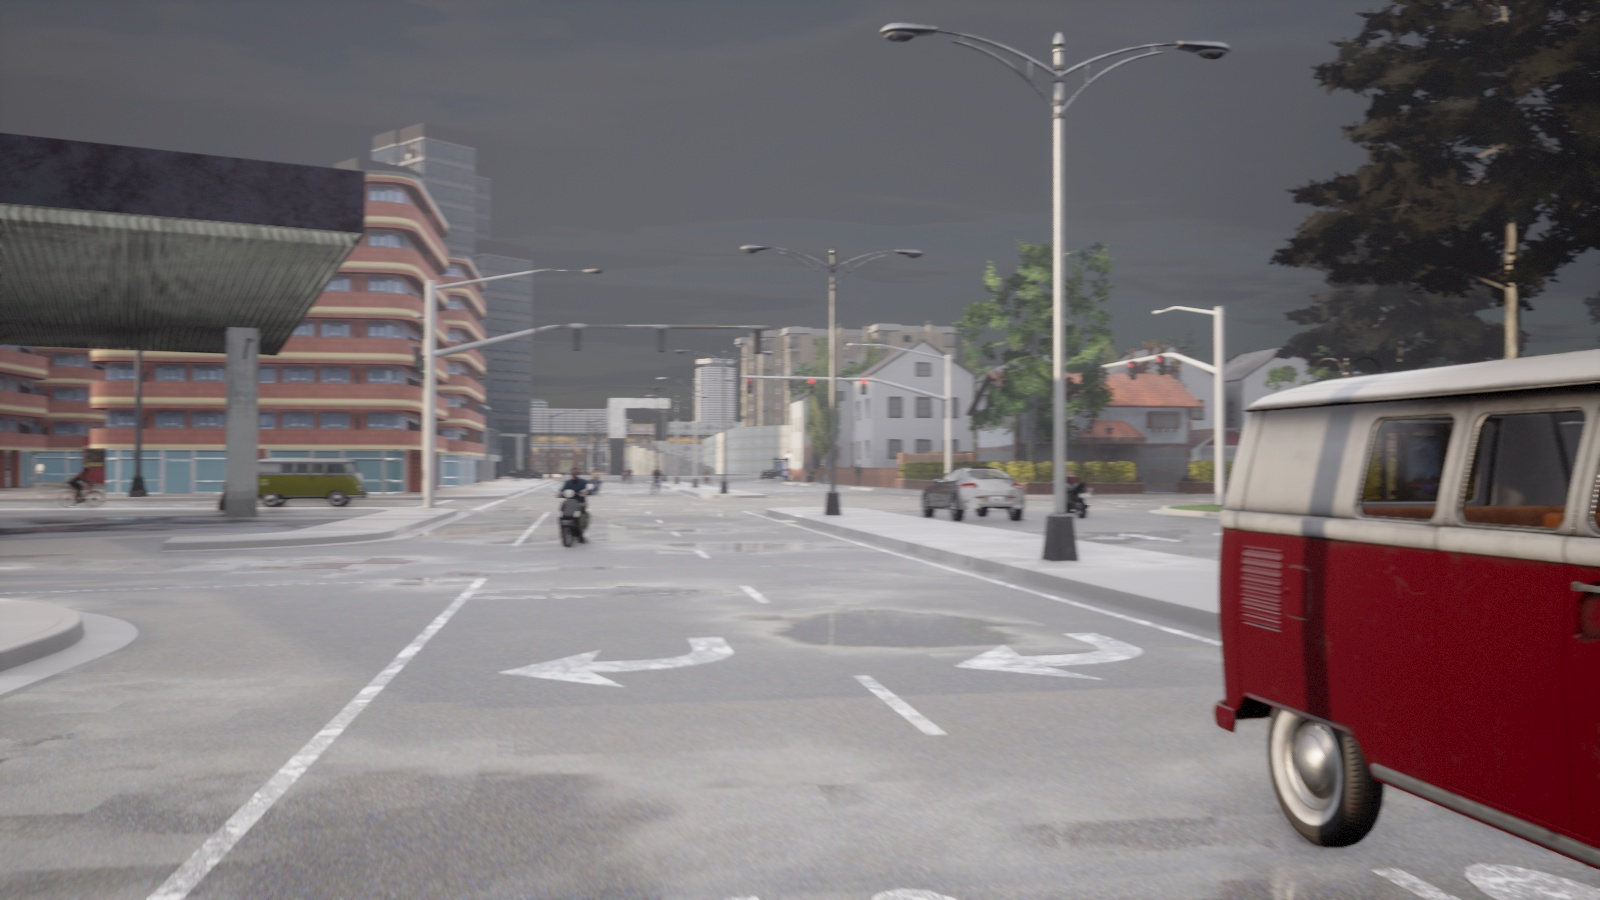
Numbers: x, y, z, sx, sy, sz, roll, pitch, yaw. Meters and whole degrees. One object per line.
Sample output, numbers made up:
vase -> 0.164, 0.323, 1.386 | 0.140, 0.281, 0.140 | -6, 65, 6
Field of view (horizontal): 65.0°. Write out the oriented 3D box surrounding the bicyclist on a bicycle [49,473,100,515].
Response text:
bicyclist on a bicycle -> -28.868, 1.738, 49.993 | 1.656, 1.620, 0.582 | -1, -1, -11

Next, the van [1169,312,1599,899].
van -> 3.091, 0.601, 4.187 | 1.775, 1.987, 4.442 | 0, -1, -10

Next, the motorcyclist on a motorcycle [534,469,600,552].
motorcyclist on a motorcycle -> -4.653, 1.180, 25.210 | 0.866, 1.590, 1.817 | -2, -1, 3

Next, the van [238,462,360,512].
van -> -20.504, 1.498, 51.553 | 4.442, 1.987, 1.775 | 0, -1, -12

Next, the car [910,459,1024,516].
car -> 5.137, 1.142, 39.419 | 2.152, 1.651, 5.027 | 0, -1, -10

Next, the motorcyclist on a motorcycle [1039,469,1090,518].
motorcyclist on a motorcycle -> 8.507, 1.390, 40.482 | 0.866, 1.530, 2.191 | 0, -1, -10
